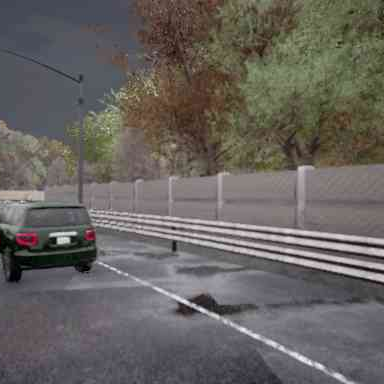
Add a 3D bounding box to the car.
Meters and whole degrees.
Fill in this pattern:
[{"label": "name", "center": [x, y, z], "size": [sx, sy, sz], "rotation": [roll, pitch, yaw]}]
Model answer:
[{"label": "car", "center": [-4.827, 1.312, 10.380], "size": [2.150, 2.045, 5.566], "rotation": [1, -1, -38]}]
